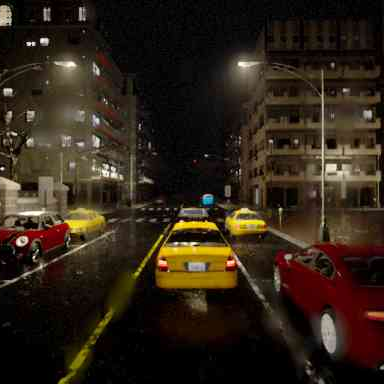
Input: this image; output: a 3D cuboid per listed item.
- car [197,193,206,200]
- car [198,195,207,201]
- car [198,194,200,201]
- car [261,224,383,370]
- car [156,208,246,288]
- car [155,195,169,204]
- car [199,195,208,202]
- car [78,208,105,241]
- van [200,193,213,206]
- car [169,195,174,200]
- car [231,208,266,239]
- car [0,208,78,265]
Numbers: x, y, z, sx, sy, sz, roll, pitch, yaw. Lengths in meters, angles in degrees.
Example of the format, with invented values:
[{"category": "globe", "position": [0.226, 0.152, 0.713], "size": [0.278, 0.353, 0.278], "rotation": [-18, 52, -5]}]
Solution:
[{"category": "car", "position": [2.576, 1.229, 89.045], "size": [2.192, 1.841, 5.009], "rotation": [1, 0, 0]}, {"category": "car", "position": [2.581, 1.475, 83.374], "size": [2.008, 1.369, 4.403], "rotation": [1, 0, 0]}, {"category": "car", "position": [2.612, 1.505, 60.691], "size": [1.887, 1.381, 4.507], "rotation": [1, 0, 0]}, {"category": "car", "position": [2.690, 1.545, 5.793], "size": [1.887, 1.381, 4.507], "rotation": [1, 0, 0]}, {"category": "car", "position": [0.087, 1.456, 9.163], "size": [1.801, 1.575, 5.366], "rotation": [0, 0, 0]}, {"category": "car", "position": [-5.768, 1.542, 60.736], "size": [1.802, 1.307, 4.206], "rotation": [1, 0, 0]}, {"category": "car", "position": [2.589, 1.486, 77.703], "size": [2.008, 1.369, 4.403], "rotation": [1, 0, 0]}, {"category": "car", "position": [-5.706, 1.524, 16.862], "size": [1.752, 1.417, 4.829], "rotation": [1, 0, 0]}, {"category": "van", "position": [2.623, 1.308, 55.019], "size": [1.690, 1.788, 3.998], "rotation": [1, 0, 0]}, {"category": "car", "position": [-5.808, 1.495, 89.091], "size": [1.802, 1.307, 4.206], "rotation": [1, 0, 0]}, {"category": "car", "position": [2.673, 1.523, 17.197], "size": [1.752, 1.417, 4.829], "rotation": [1, 0, 0]}, {"category": "car", "position": [-5.698, 1.440, 11.417], "size": [1.967, 1.590, 4.097], "rotation": [1, 0, 0]}]
